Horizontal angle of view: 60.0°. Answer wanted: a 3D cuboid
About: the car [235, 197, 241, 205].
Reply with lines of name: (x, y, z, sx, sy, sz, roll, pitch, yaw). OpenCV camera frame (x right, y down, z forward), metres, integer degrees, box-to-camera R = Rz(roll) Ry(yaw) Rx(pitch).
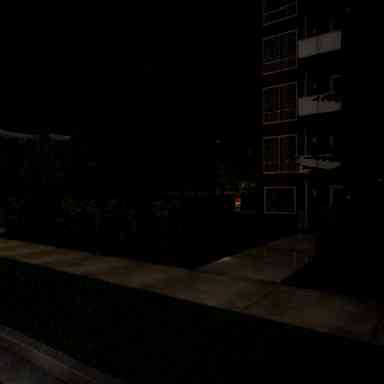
car: (9.336, 1.477, 58.051, 1.882, 1.535, 5.008, 0, 0, 36)
